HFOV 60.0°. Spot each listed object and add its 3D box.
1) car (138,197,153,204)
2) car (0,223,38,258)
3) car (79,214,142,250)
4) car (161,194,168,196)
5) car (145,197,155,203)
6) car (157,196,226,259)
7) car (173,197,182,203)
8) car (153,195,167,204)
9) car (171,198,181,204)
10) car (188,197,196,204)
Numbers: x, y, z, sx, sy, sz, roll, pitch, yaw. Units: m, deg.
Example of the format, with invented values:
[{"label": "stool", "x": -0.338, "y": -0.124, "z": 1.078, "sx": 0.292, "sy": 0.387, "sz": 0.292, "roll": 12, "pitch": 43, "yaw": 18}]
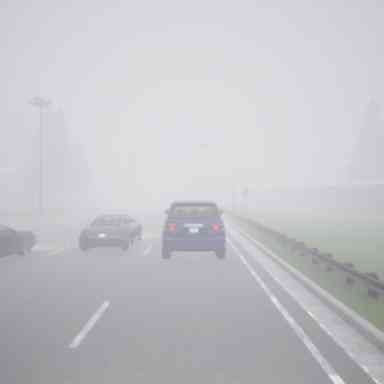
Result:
[{"label": "car", "x": -10.501, "y": 1.913, "z": 72.683, "sx": 2.033, "sy": 1.411, "sz": 5.357, "roll": 0, "pitch": 0, "yaw": 0}, {"label": "car", "x": -6.946, "y": 1.603, "z": 10.496, "sx": 2.033, "sy": 1.411, "sz": 5.357, "roll": 0, "pitch": 0, "yaw": 1}, {"label": "car", "x": -3.421, "y": 1.642, "z": 14.676, "sx": 1.994, "sy": 1.385, "sz": 4.181, "roll": 0, "pitch": 0, "yaw": 0}, {"label": "car", "x": -7.002, "y": 1.584, "z": 83.973, "sx": 2.150, "sy": 2.045, "sz": 5.566, "roll": 0, "pitch": 0, "yaw": 0}, {"label": "car", "x": -10.502, "y": 1.924, "z": 83.138, "sx": 1.895, "sy": 1.301, "sz": 4.718, "roll": 0, "pitch": 0, "yaw": 0}, {"label": "car", "x": 0.073, "y": 1.294, "z": 13.112, "sx": 2.150, "sy": 2.045, "sz": 5.566, "roll": 0, "pitch": 0, "yaw": 0}, {"label": "car", "x": -3.502, "y": 1.869, "z": 83.109, "sx": 2.033, "sy": 1.411, "sz": 5.357, "roll": 0, "pitch": 0, "yaw": 0}, {"label": "car", "x": -7.001, "y": 1.977, "z": 73.963, "sx": 1.895, "sy": 1.301, "sz": 4.718, "roll": 0, "pitch": 0, "yaw": 0}, {"label": "car", "x": -3.501, "y": 1.928, "z": 73.100, "sx": 1.994, "sy": 1.385, "sz": 4.181, "roll": 0, "pitch": 0, "yaw": 0}, {"label": "car", "x": -0.001, "y": 1.861, "z": 73.518, "sx": 1.837, "sy": 1.490, "sz": 4.892, "roll": 0, "pitch": 0, "yaw": 0}]
